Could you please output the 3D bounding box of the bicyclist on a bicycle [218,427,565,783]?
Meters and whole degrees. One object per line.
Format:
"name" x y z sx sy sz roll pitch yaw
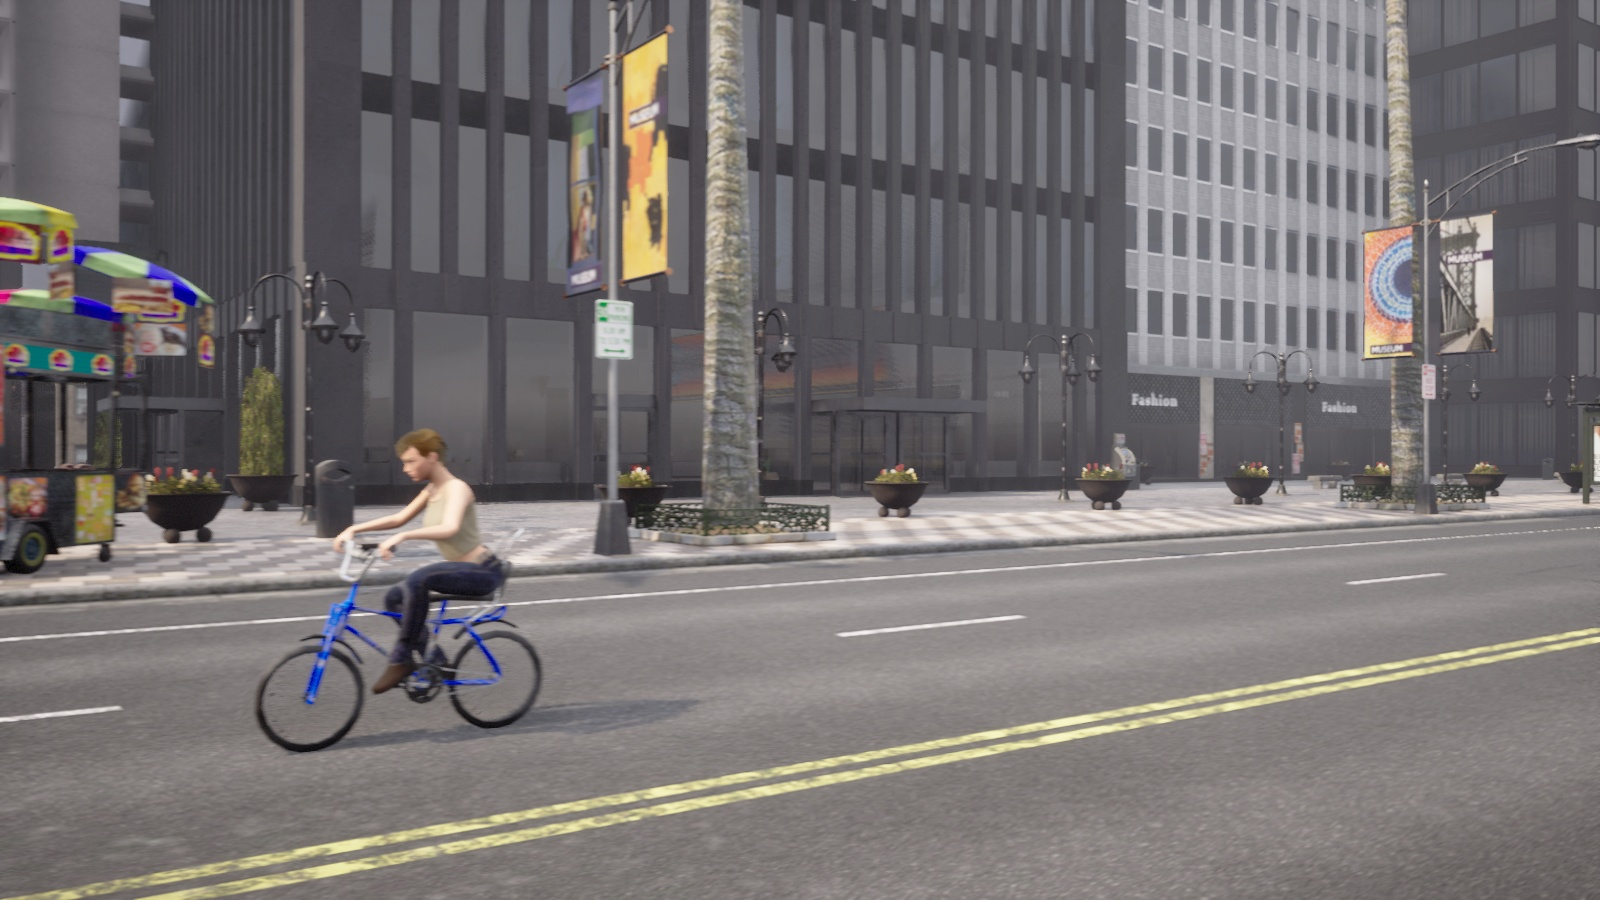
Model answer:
"bicyclist on a bicycle" -2.093 0.702 6.461 1.509 1.612 0.866 0 0 -35
